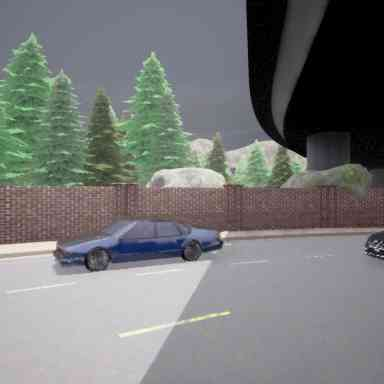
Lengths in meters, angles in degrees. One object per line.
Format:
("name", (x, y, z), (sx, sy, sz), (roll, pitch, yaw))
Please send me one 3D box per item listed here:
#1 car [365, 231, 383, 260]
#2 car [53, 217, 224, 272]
("car", (7.961, 1.505, 10.620), (4.892, 1.490, 1.837), (0, -1, -13))
("car", (-1.580, 1.547, 10.827), (5.357, 1.411, 2.033), (0, 0, -28))
